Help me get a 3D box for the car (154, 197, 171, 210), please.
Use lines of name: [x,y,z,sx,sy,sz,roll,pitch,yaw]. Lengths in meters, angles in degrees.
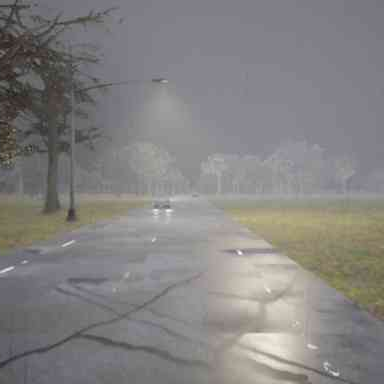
car: [-3.594,1.372,40.954,1.812,1.442,4.674,0,0,0]
